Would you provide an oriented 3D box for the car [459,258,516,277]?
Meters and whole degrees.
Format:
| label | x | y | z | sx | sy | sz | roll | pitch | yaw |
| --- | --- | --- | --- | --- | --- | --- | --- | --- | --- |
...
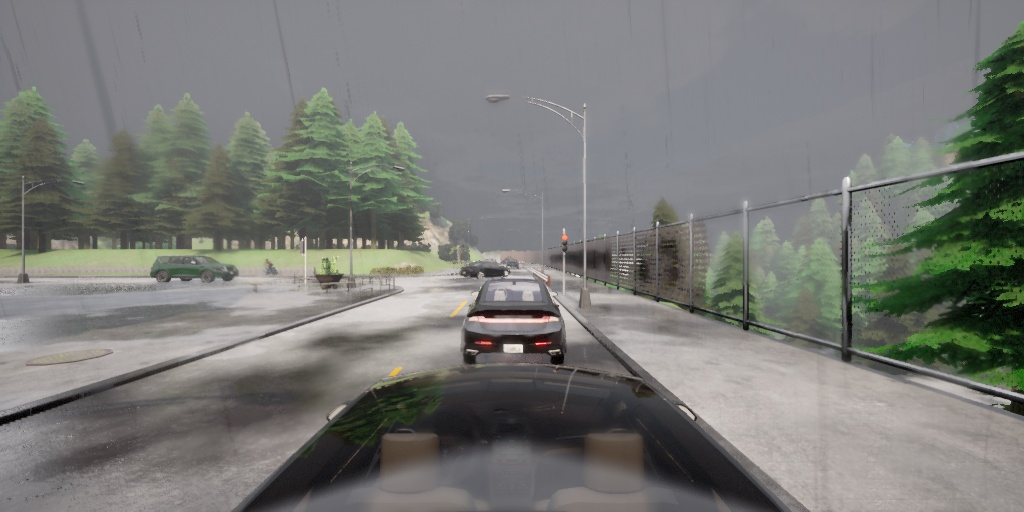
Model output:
| label | x | y | z | sx | sy | sz | roll | pitch | yaw |
| --- | --- | --- | --- | --- | --- | --- | --- | --- | --- |
| car | -2.293 | 1.228 | 31.440 | 1.882 | 1.535 | 5.008 | 2 | 1 | 43 |

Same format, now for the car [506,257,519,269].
| label | x | y | z | sx | sy | sz | roll | pitch | yaw |
| --- | --- | --- | --- | --- | --- | --- | --- | --- | --- |
| car | 0.107 | 1.255 | 57.891 | 1.837 | 1.490 | 4.892 | 0 | 0 | 0 |

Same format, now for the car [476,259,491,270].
| label | x | y | z | sx | sy | sz | roll | pitch | yaw |
| --- | --- | --- | --- | --- | --- | --- | --- | --- | --- |
| car | -4.089 | 1.255 | 52.481 | 1.837 | 1.490 | 4.892 | 0 | 0 | 0 |

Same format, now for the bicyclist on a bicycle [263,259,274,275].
| label | x | y | z | sx | sy | sz | roll | pitch | yaw |
| --- | --- | --- | --- | --- | --- | --- | --- | --- | --- |
| bicyclist on a bicycle | -24.152 | 1.099 | 35.543 | 0.582 | 1.620 | 1.656 | 0 | 0 | 0 |

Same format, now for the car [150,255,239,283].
| label | x | y | z | sx | sy | sz | roll | pitch | yaw |
| --- | --- | --- | --- | --- | --- | --- | --- | --- | --- |
| car | -23.956 | 0.972 | 27.146 | 5.566 | 2.045 | 2.150 | 0 | 0 | 0 |

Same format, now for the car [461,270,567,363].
| label | x | y | z | sx | sy | sz | roll | pitch | yaw |
| --- | --- | --- | --- | --- | --- | --- | --- | --- | --- |
| car | 0.047 | 1.241 | 8.061 | 2.128 | 1.511 | 4.902 | 0 | 0 | 1 |
